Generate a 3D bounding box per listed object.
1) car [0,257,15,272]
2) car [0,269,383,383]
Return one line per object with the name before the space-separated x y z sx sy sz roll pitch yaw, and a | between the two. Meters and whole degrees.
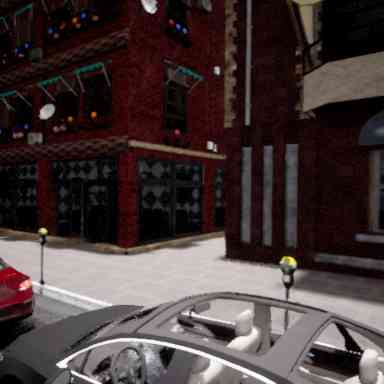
car | -4.415 1.565 5.858 4.206 1.307 1.802 0 1 35
car | 0.103 1.548 2.636 4.403 1.369 2.008 0 1 35
